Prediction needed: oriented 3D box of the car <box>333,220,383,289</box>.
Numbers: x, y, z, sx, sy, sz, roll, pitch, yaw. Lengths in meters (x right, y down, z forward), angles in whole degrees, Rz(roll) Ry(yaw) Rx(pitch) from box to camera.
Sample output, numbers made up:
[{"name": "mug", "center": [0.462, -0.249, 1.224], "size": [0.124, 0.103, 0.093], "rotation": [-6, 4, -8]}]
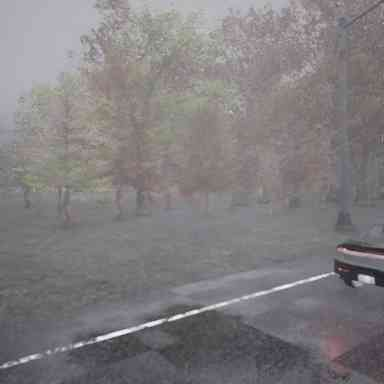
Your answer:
[{"name": "car", "center": [5.177, 1.338, 7.478], "size": [4.902, 1.511, 2.128], "rotation": [-1, 1, -35]}]
